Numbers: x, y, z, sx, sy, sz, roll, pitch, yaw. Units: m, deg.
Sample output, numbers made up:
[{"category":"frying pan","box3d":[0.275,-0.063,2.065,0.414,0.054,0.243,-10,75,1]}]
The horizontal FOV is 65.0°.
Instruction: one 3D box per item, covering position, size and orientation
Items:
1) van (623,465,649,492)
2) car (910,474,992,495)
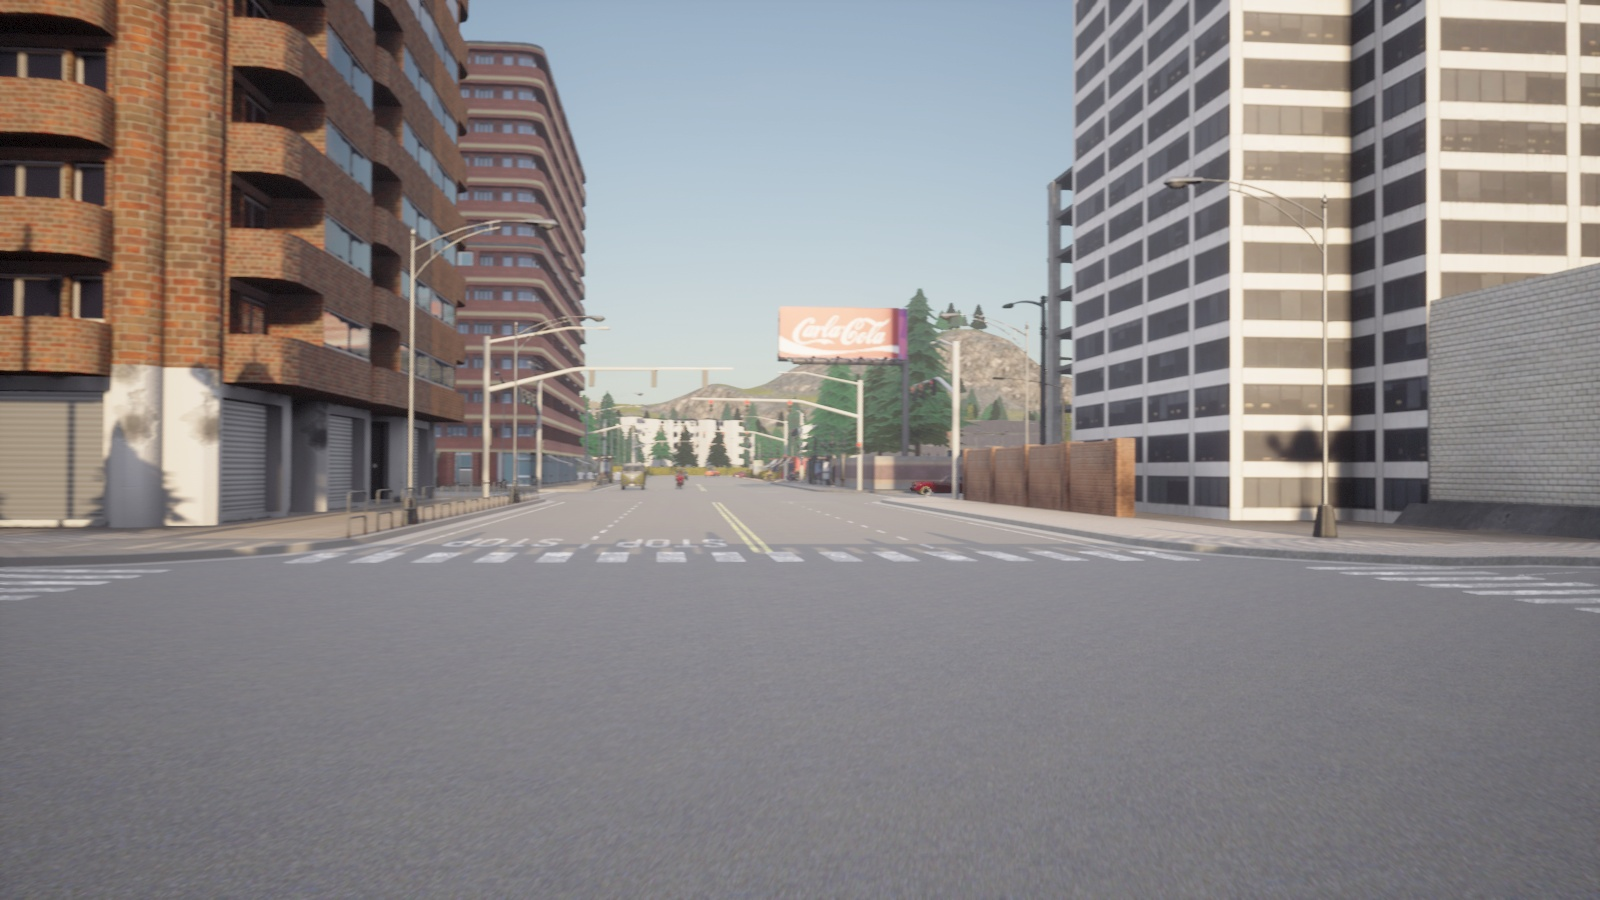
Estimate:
[{"category":"van","box3d":[-12.206,2.091,93.833,1.775,1.987,4.442,0,-1,-5]},{"category":"car","box3d":[9.278,2.123,77.469,4.718,1.301,1.895,0,-1,-5]}]
